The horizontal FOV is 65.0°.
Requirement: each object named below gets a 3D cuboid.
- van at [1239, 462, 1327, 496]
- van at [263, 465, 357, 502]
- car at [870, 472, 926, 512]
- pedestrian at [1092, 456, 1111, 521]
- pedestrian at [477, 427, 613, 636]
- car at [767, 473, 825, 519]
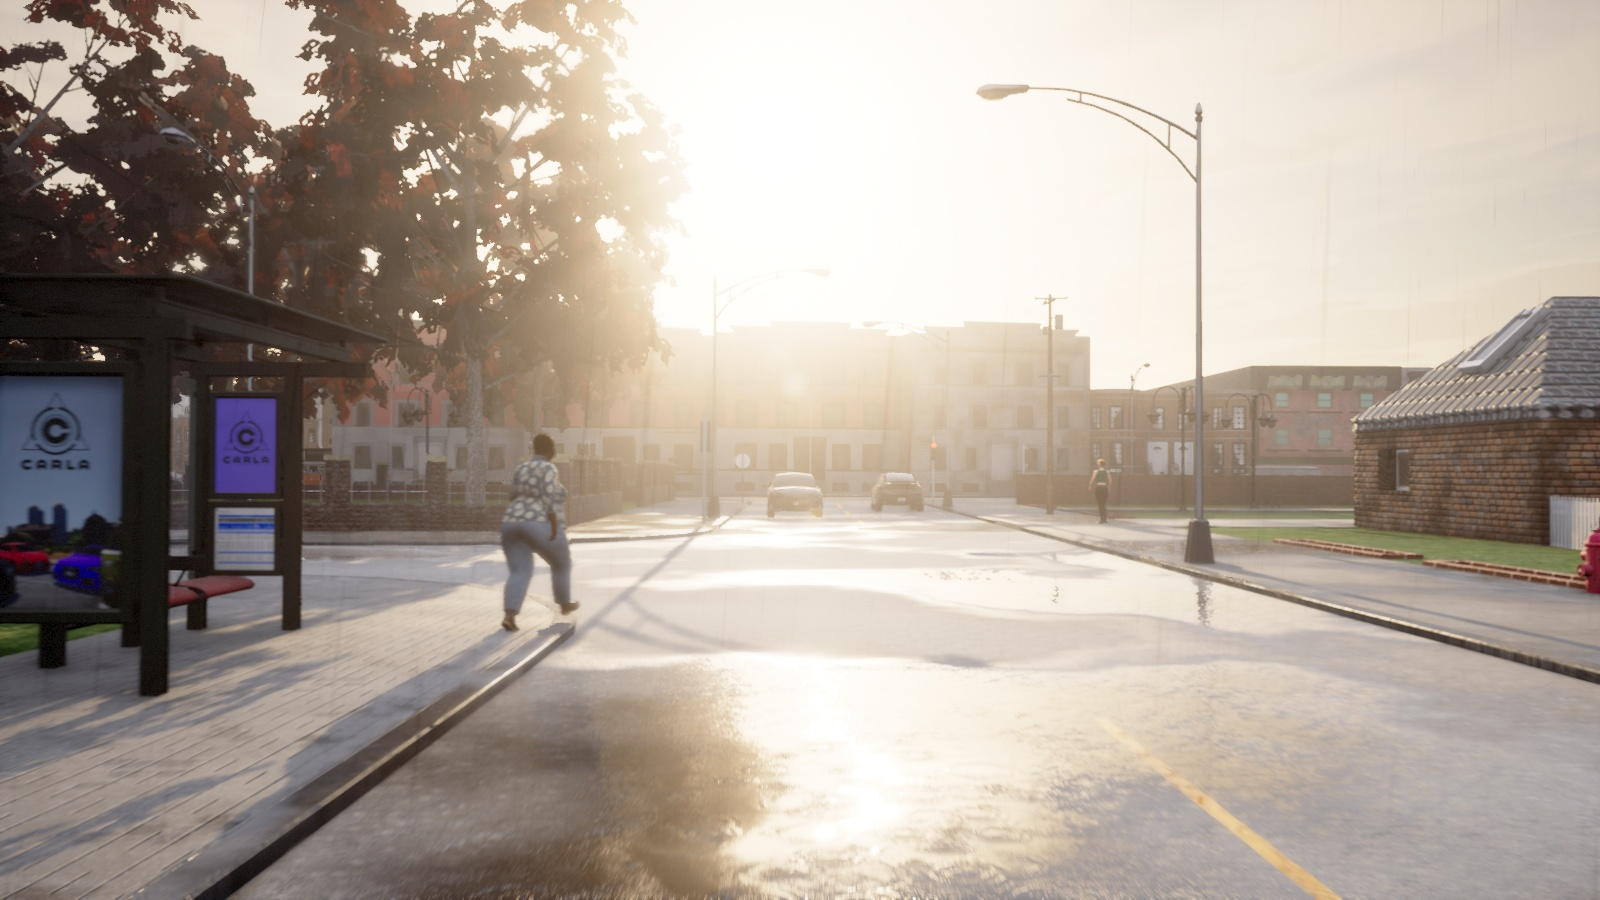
[{"bbox_3d":[28.112,1.680,73.185,4.442,1.987,1.775,0,-1,0],"label":"van"},{"bbox_3d":[-26.890,1.830,68.995,4.442,1.987,1.775,0,-1,0],"label":"van"},{"bbox_3d":[3.861,1.643,50.136,1.837,1.490,4.892,0,-1,0],"label":"car"},{"bbox_3d":[8.511,1.084,35.481,0.345,1.836,0.594,0,-1,-5],"label":"pedestrian"},{"bbox_3d":[-2.378,0.730,11.749,0.874,1.855,0.900,-1,-1,28],"label":"pedestrian"},{"bbox_3d":[-0.192,1.548,43.466,1.837,1.490,4.892,0,-1,-2],"label":"car"}]
